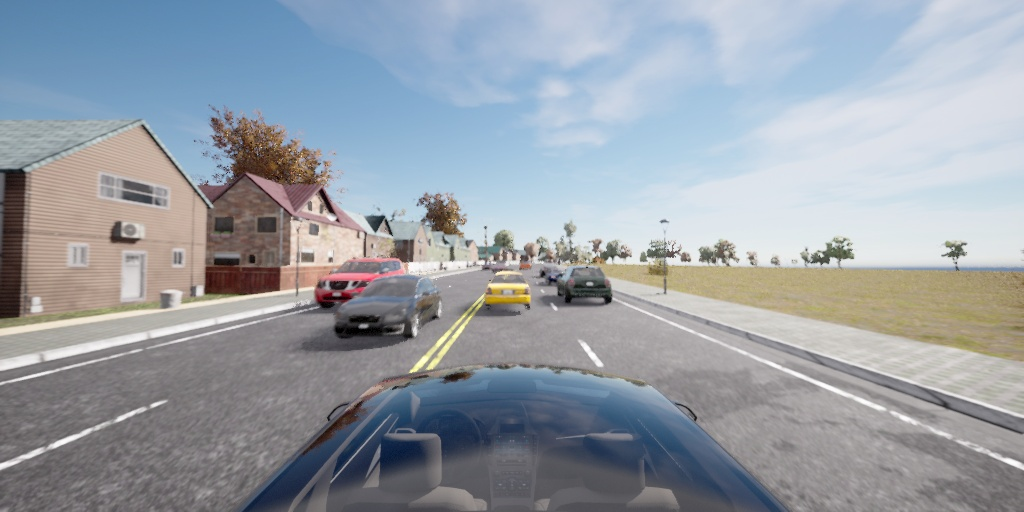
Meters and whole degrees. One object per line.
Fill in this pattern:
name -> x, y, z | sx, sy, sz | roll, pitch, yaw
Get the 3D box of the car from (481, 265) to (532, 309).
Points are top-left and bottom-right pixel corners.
car -> -0.123, 1.327, 15.696 | 1.801, 1.575, 5.366 | 0, -1, 0

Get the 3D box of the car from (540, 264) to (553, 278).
car -> 4.103, 1.588, 39.612 | 2.163, 1.488, 4.792 | 0, -1, 2

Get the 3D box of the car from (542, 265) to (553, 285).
car -> 3.694, 1.586, 28.675 | 1.895, 1.301, 4.718 | 0, -1, 2

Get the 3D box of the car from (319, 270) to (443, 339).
car -> -3.277, 1.330, 10.406 | 1.837, 1.490, 4.892 | 0, 0, 1

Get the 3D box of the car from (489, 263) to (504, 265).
car -> -1.820, 1.735, 52.481 | 1.812, 1.442, 4.674 | 0, -1, 4

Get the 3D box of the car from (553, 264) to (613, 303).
car -> 3.415, 1.240, 17.677 | 2.097, 1.767, 4.553 | 0, -1, 1

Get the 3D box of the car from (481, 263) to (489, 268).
car -> -4.256, 1.893, 64.479 | 1.994, 1.385, 4.181 | 0, -1, 4

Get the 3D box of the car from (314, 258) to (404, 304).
car -> -6.451, 1.097, 16.069 | 2.150, 2.045, 5.566 | 0, 0, 1
